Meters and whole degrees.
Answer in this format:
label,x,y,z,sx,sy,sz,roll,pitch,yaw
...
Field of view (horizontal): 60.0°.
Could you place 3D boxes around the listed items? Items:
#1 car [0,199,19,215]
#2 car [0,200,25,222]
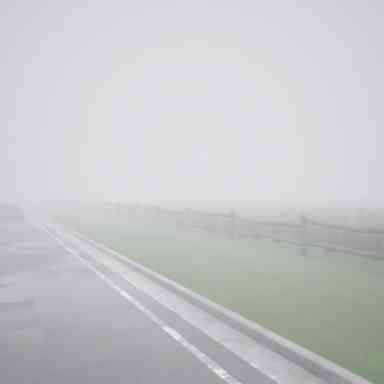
label,x,y,z,sx,sy,sz,roll,pitch,yaw
car,-20.760,1.637,37.403,2.128,1.511,4.902,0,0,-30
car,-14.905,1.668,27.269,1.994,1.385,4.181,0,0,-30
